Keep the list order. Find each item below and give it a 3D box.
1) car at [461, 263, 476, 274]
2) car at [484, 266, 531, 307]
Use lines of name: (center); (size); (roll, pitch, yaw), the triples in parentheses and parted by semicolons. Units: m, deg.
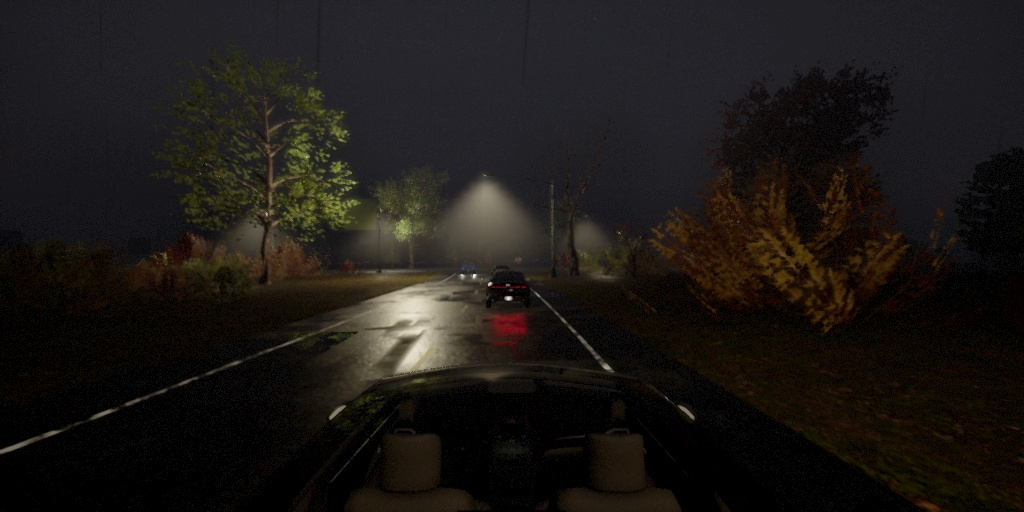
car: (-6.030, 1.662, 49.854); (1.882, 1.535, 5.008); (0, -1, -6)
car: (-0.195, 1.391, 16.258); (1.837, 1.490, 4.892); (0, 0, -2)
